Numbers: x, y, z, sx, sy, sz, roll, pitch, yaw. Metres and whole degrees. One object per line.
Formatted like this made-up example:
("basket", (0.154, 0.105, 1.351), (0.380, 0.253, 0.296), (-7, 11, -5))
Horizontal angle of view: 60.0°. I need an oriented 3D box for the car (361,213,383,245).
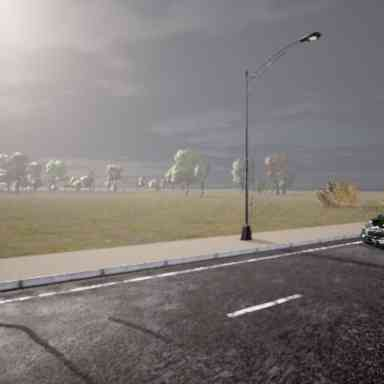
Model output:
("car", (9.282, 1.359, 14.306), (4.553, 1.767, 2.097), (0, 0, -36))
